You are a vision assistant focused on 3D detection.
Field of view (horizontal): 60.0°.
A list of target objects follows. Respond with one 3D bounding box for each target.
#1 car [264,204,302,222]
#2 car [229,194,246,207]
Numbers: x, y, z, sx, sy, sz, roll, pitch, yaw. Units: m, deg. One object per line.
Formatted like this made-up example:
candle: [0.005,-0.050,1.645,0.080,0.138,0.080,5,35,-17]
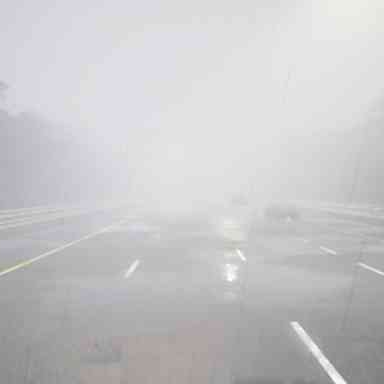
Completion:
car: [6.999,1.608,26.298,1.895,1.301,4.718,0,0,0]
car: [7.048,1.277,51.765,2.150,2.045,5.566,0,0,0]
